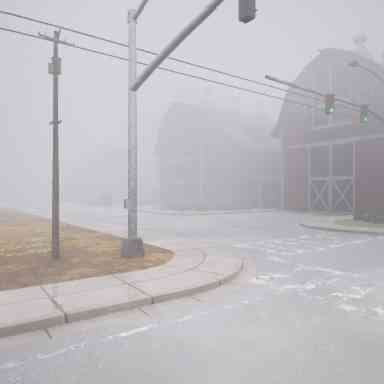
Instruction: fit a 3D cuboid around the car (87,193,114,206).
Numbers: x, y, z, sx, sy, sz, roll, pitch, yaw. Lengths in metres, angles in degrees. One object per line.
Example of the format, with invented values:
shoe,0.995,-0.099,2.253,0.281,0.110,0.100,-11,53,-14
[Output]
car,-13.828,1.118,50.596,3.866,1.878,1.905,-2,5,11
